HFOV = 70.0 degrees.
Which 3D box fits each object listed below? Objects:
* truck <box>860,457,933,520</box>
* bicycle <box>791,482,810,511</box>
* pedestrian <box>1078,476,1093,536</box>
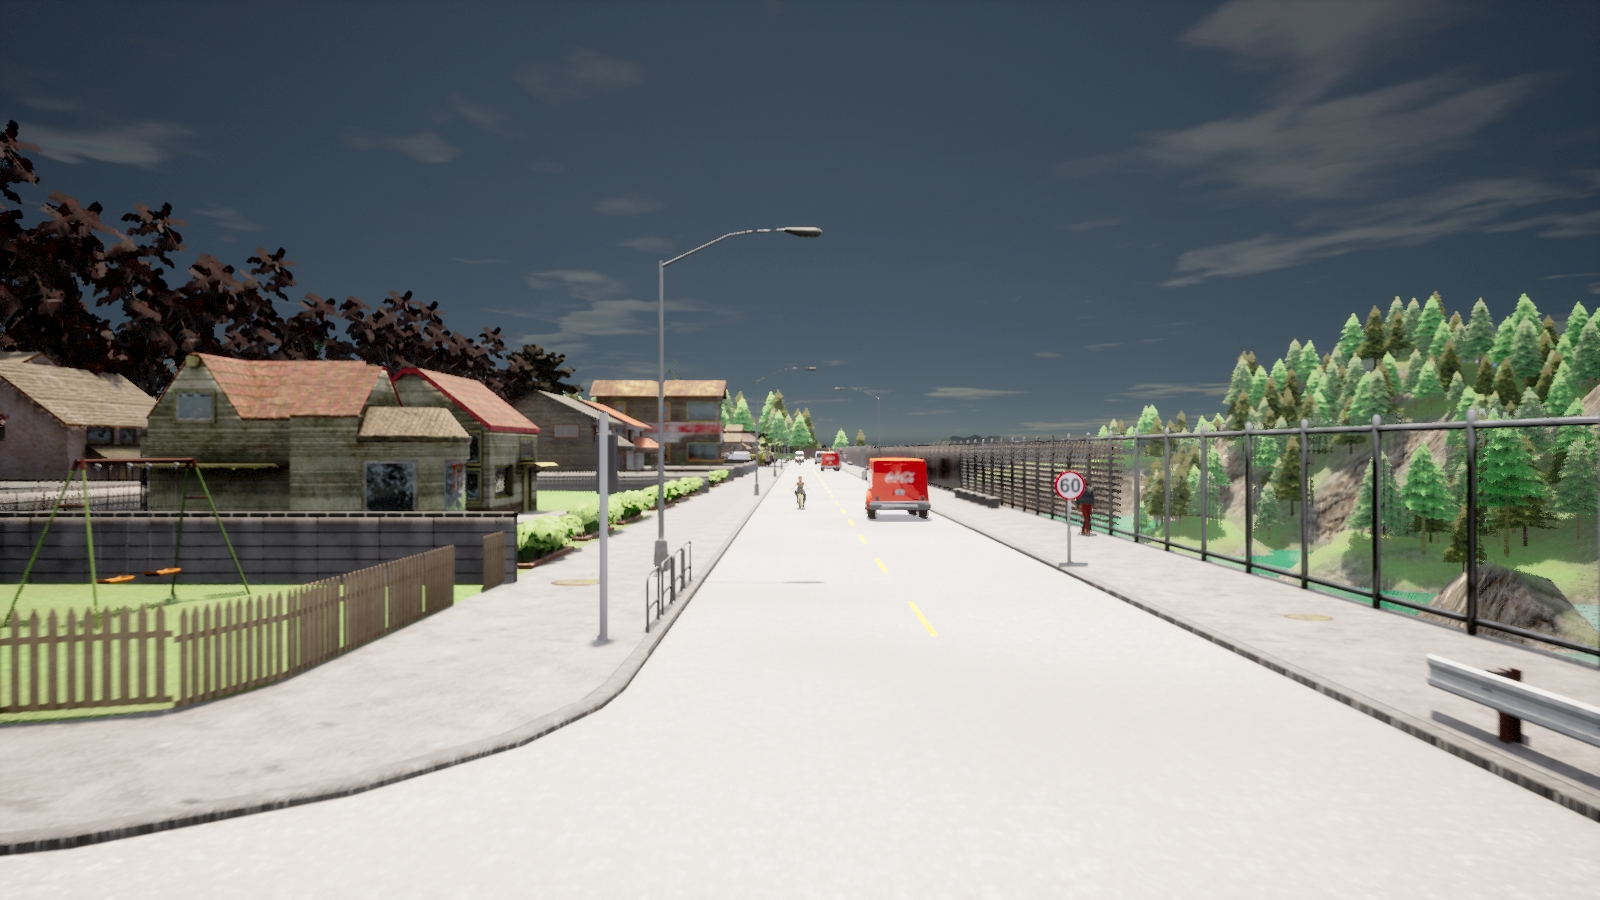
[{"bbox_3d":[4.002,1.573,48.295,2.627,2.467,5.204,0,0,0],"label":"truck"},{"bbox_3d":[0.016,2.160,53.316,0.859,1.276,1.487,0,0,0],"label":"bicycle"},{"bbox_3d":[8.955,1.745,35.848,0.375,1.860,0.375,0,0,1],"label":"pedestrian"}]
